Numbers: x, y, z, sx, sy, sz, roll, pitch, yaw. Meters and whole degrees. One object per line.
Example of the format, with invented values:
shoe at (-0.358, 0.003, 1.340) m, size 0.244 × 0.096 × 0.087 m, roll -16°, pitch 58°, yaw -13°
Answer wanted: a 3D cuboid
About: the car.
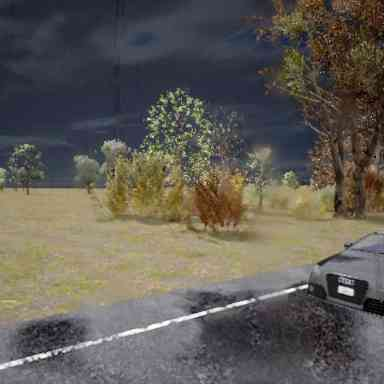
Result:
car at (4.365, 1.576, 7.051) m, size 4.181 × 1.385 × 1.994 m, roll 0°, pitch 0°, yaw -35°
